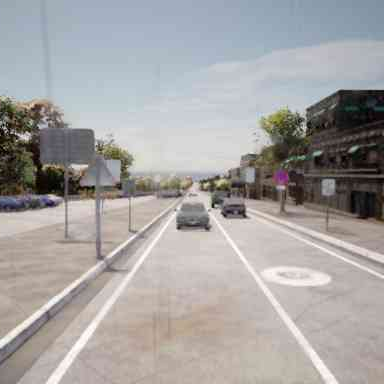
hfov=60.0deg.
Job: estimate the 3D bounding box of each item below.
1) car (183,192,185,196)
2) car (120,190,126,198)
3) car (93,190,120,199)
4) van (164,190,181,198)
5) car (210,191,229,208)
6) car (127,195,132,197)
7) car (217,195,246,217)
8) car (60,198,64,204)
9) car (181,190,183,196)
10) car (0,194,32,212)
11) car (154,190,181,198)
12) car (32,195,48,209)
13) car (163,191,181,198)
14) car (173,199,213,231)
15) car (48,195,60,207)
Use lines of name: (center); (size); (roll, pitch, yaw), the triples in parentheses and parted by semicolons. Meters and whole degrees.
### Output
car: (-5.360, 0.473, 84.410); (5.566, 2.045, 2.435); (0, 0, 0)
car: (-18.445, 0.723, 76.055); (5.008, 1.535, 2.097); (0, 0, 0)
car: (-18.456, 0.755, 70.487); (5.008, 1.535, 2.097); (0, 0, 0)
van: (-5.200, 0.497, 90.015); (4.442, 1.987, 1.878); (0, 0, 0)
car: (3.389, 0.845, 40.308); (2.150, 2.045, 5.566); (0, 1, 1)
car: (-18.380, 0.575, 84.410); (4.553, 1.767, 2.185); (0, 0, 0)
car: (3.375, 1.248, 27.785); (1.837, 1.490, 4.892); (0, 1, 1)
car: (-18.571, 1.058, 42.003); (4.674, 1.452, 2.002); (0, 1, 0)
car: (-5.388, 0.496, 76.000); (5.566, 2.045, 2.435); (0, 0, 0)
car: (-18.609, 1.149, 32.306); (4.674, 1.452, 2.002); (0, 1, 0)
car: (-5.365, 0.763, 73.200); (4.892, 1.521, 2.231); (0, 0, 0)
car: (-18.593, 1.079, 35.581); (4.892, 1.521, 2.231); (0, 1, 0)
car: (-5.292, 0.596, 87.211); (4.553, 1.767, 2.185); (0, 0, 0)
car: (0.055, 1.323, 19.453); (1.837, 1.490, 4.892); (0, 0, 0)
car: (-18.592, 1.047, 38.854); (5.008, 1.535, 2.097); (0, 1, 0)
